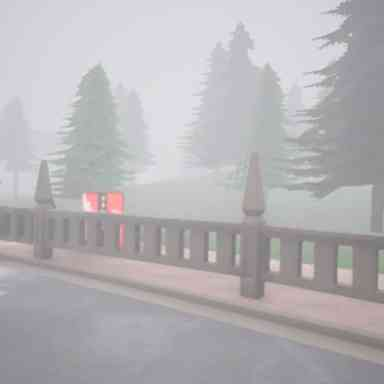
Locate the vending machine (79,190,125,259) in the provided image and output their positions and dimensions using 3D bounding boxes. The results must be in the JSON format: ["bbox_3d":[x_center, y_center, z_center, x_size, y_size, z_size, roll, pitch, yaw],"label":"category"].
[{"bbox_3d":[-2.921,0.988,10.843,0.880,2.100,1.100,1,1,31],"label":"vending machine"}]

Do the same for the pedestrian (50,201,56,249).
[{"bbox_3d":[-4.612,0.908,10.702,0.375,1.860,0.375,1,1,30],"label":"pedestrian"}]
